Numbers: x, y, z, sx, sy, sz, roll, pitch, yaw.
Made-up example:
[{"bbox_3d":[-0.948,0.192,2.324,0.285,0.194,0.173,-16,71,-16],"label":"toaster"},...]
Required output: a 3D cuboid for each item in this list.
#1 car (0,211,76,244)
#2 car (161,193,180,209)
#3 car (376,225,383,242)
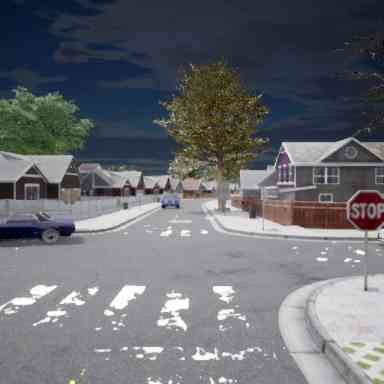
[{"bbox_3d":[-7.402,1.478,14.035,4.718,1.301,1.895,0,1,-20],"label":"car"},{"bbox_3d":[-2.738,1.165,43.712,2.150,2.045,5.566,0,0,0],"label":"car"},{"bbox_3d":[10.353,1.606,13.803,4.902,1.511,2.128,1,1,0],"label":"car"}]
